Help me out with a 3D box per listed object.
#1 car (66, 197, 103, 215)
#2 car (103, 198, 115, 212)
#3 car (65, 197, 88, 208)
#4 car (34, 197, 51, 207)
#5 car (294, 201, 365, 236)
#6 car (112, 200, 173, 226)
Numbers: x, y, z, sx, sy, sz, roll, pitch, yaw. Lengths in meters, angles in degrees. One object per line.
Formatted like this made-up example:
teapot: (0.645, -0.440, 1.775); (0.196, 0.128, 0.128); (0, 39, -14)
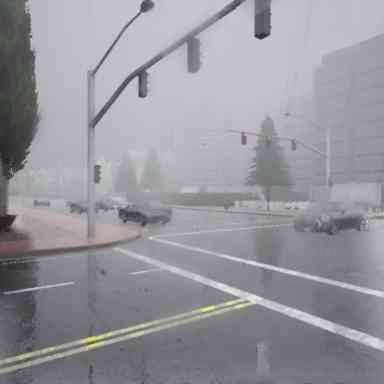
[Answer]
car: (-11.183, 1.498, 34.352); (1.837, 1.490, 4.892); (0, 0, -36)
car: (-9.733, 1.484, 38.341); (2.128, 1.511, 4.902); (0, 0, -36)
car: (-16.884, 1.498, 48.356); (1.837, 1.490, 4.892); (0, 0, -35)
car: (-22.999, 1.520, 50.944); (1.812, 1.442, 4.674); (0, 0, -35)
car: (7.682, 1.343, 18.507); (4.553, 1.767, 2.097); (0, 0, -38)
car: (-3.532, 1.542, 23.633); (2.033, 1.411, 5.357); (0, 0, -34)
